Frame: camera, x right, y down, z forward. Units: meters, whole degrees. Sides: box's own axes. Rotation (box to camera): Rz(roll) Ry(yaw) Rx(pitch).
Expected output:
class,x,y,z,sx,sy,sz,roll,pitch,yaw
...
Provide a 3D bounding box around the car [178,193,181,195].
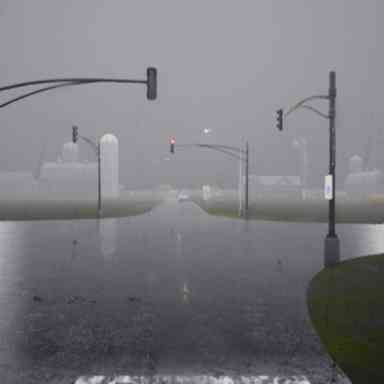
class,x,y,z,sx,sy,sz,roll,pitch,yaw
car,-2.051,1.140,80.231,2.150,2.045,5.566,0,0,-4

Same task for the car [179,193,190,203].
class,x,y,z,sx,sy,sz,roll,pitch,yaw
car,-1.472,1.510,70.196,1.812,1.442,4.674,0,0,-3
